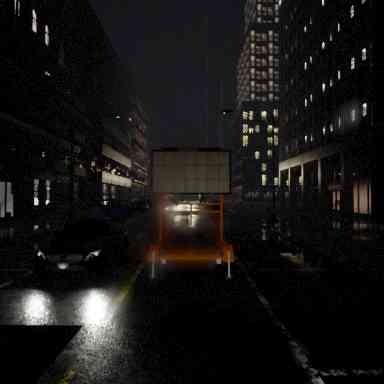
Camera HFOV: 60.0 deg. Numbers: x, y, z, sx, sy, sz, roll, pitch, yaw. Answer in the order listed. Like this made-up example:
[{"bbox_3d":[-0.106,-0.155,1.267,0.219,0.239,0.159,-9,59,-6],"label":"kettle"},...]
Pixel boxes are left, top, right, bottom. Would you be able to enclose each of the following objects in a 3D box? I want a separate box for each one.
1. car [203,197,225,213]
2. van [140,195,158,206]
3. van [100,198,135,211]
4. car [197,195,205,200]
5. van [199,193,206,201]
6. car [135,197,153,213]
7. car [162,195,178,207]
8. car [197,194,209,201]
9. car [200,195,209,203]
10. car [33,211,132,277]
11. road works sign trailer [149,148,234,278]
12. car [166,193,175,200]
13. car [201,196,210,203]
[{"bbox_3d":[2.616,1.539,36.513,2.008,1.369,4.403,1,0,0],"label":"car"},{"bbox_3d":[-5.774,1.325,42.307,1.690,1.788,3.998,1,0,0],"label":"van"},{"bbox_3d":[-5.733,1.337,25.209,1.690,1.788,3.998,1,0,0],"label":"van"},{"bbox_3d":[2.468,1.479,87.795,1.947,1.339,4.313,1,0,0],"label":"car"},{"bbox_3d":[2.520,1.265,82.097,1.690,1.788,3.998,1,0,0],"label":"van"},{"bbox_3d":[-5.765,1.554,36.610,1.947,1.339,4.313,1,0,0],"label":"car"},{"bbox_3d":[-3.124,1.538,50.674,1.994,1.385,4.181,0,0,0],"label":"car"},{"bbox_3d":[2.552,1.268,65.003,2.192,1.841,5.009,1,0,0],"label":"car"},{"bbox_3d":[2.589,1.522,47.909,1.887,1.381,4.507,1,0,0],"label":"car"},{"bbox_3d":[-3.126,1.527,10.363,1.812,1.442,4.674,0,0,0],"label":"car"},{"bbox_3d":[-0.024,0.466,10.127,2.380,3.560,2.880,0,0,0],"label":"road works sign trailer"},{"bbox_3d":[-5.897,1.217,93.594,2.192,1.841,5.009,1,0,0],"label":"car"},{"bbox_3d":[2.602,1.534,42.210,2.008,1.369,4.403,1,0,0],"label":"car"}]
